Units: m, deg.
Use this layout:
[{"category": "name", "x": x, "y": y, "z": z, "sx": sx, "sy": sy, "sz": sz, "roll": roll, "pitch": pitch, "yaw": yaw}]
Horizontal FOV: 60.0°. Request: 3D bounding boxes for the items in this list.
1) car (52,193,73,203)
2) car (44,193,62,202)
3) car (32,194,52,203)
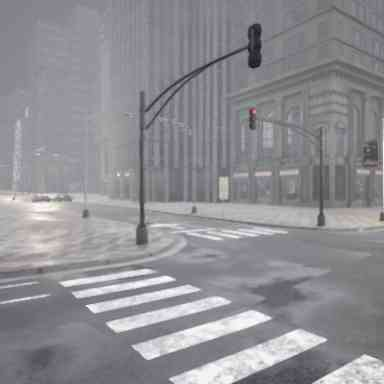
[{"category": "car", "x": -19.940, "y": 0.902, "z": 51.666, "sx": 1.812, "sy": 1.442, "sz": 4.674, "roll": 0, "pitch": 1, "yaw": -35}, {"category": "car", "x": -23.922, "y": 0.896, "z": 57.274, "sx": 1.895, "sy": 1.301, "sz": 4.718, "roll": 0, "pitch": 1, "yaw": -35}, {"category": "car", "x": -23.002, "y": 0.919, "z": 50.752, "sx": 1.994, "sy": 1.385, "sz": 4.181, "roll": 0, "pitch": 1, "yaw": -35}]
